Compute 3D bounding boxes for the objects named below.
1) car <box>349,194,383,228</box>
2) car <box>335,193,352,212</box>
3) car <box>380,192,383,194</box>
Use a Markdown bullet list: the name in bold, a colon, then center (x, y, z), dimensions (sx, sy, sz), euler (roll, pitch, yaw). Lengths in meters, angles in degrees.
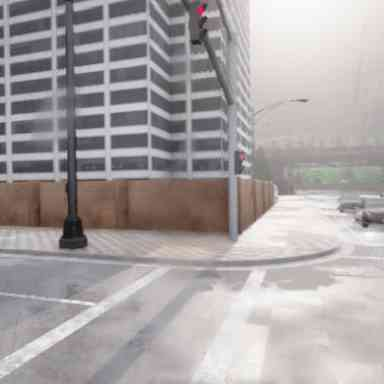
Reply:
- **car**: center (10.088, 1.068, 18.258), dimensions (1.812, 1.442, 4.674), euler (0, 1, 19)
- **car**: center (13.130, 0.862, 27.690), dimensions (1.812, 1.442, 4.674), euler (0, 1, 19)
- **car**: center (17.025, 0.783, 28.355), dimensions (1.837, 1.490, 4.892), euler (0, 1, 18)
